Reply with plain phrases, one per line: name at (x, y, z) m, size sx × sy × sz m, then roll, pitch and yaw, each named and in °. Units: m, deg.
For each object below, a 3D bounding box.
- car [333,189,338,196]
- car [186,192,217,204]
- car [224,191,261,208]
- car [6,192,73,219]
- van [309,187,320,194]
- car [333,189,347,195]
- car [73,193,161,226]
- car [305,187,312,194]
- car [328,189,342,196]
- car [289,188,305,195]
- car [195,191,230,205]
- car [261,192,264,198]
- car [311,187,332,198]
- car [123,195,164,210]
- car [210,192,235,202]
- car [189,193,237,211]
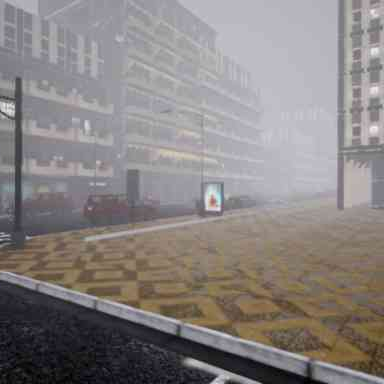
car at (27.233, 0.060, 66.238) m, size 1.967 × 1.590 × 4.097 m, roll 2°, pitch 2°, yaw 35°
car at (1.341, 0.758, 43.613) m, size 2.008 × 1.369 × 4.403 m, roll 2°, pitch 2°, yaw 35°
car at (5.104, 0.920, 34.334) m, size 1.947 × 1.339 × 4.313 m, roll 2°, pitch 2°, yaw 35°
car at (-11.298, 0.936, 25.376) m, size 2.192 × 1.841 × 5.009 m, roll 2°, pitch 2°, yaw 35°
van at (32.947, -0.507, 89.179) m, size 1.690 × 1.788 × 3.998 m, roll 2°, pitch 2°, yaw 35°
car at (33.554, -0.047, 75.358) m, size 1.887 × 1.381 × 4.507 m, roll 2°, pitch 2°, yaw 35°
car at (-4.378, 0.979, 20.652) m, size 2.192 × 1.841 × 5.009 m, roll 2°, pitch 2°, yaw 35°
car at (26.625, -0.090, 80.071) m, size 1.887 × 1.381 × 4.507 m, roll 2°, pitch 2°, yaw 35°
car at (30.393, 0.059, 70.800) m, size 1.887 × 1.381 × 4.507 m, roll 2°, pitch 2°, yaw 35°
car at (23.464, -0.088, 75.510) m, size 1.967 × 1.590 × 4.097 m, roll 2°, pitch 2°, yaw 35°
car at (2.622, 0.726, 40.921) m, size 1.882 × 1.535 × 5.008 m, roll 0°, pitch 1°, yaw 35°
car at (10.823, 0.438, 57.284) m, size 1.887 × 1.381 × 4.507 m, roll 2°, pitch 2°, yaw 35°
car at (24.071, 0.270, 61.683) m, size 1.887 × 1.381 × 4.507 m, roll 2°, pitch 2°, yaw 35°
car at (-4.980, 0.997, 34.499) m, size 1.802 × 1.307 × 4.206 m, roll 2°, pitch 2°, yaw 35°
car at (4.501, 0.685, 48.170) m, size 1.802 × 1.307 × 4.206 m, roll 2°, pitch 2°, yaw 35°
car at (1.943, 1.024, 29.775) m, size 1.947 × 1.339 × 4.313 m, roll 2°, pitch 2°, yaw 35°
